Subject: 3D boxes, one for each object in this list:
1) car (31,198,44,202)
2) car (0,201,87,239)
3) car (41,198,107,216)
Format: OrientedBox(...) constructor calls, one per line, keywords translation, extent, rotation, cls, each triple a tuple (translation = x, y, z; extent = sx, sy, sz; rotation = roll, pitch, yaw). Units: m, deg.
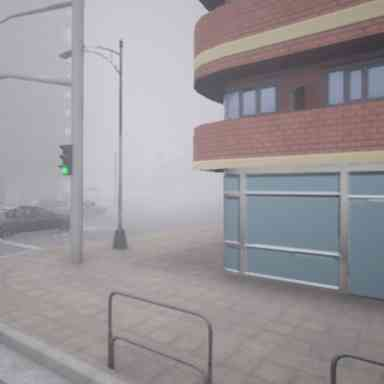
OrientedBox(translation=(-12.886, 1.290, 28.451), extent=(1.812, 1.442, 4.674), rotation=(1, 0, 36), cls="car")
OrientedBox(translation=(-8.288, 1.404, 16.700), extent=(2.033, 1.411, 5.357), rotation=(1, 0, 36), cls="car")
OrientedBox(translation=(-9.399, 1.396, 27.305), extent=(1.895, 1.301, 4.718), rotation=(1, 0, 36), cls="car")
